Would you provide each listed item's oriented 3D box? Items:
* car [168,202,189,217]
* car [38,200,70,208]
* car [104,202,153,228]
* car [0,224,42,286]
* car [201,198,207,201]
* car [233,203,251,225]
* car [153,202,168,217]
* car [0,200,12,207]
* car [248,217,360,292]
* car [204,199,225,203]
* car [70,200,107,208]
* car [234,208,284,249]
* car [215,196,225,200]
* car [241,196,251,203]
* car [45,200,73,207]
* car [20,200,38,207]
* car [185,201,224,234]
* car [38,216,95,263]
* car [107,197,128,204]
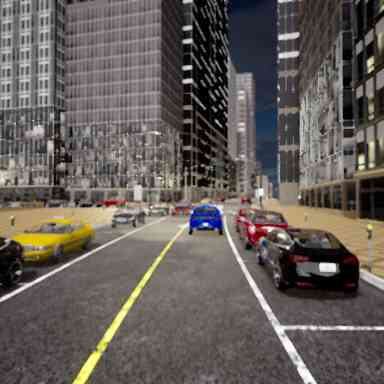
[{"bbox_3d":[-0.831,1.733,33.063,1.994,1.385,4.181,0,0,6],"label":"car"},{"bbox_3d":[-21.126,1.884,52.170,4.403,1.369,2.008,0,-1,15],"label":"car"},{"bbox_3d":[-4.350,1.667,23.382,2.008,1.369,4.403,1,0,4],"label":"car"},{"bbox_3d":[-5.201,1.597,6.951,1.947,1.339,4.313,1,0,1],"label":"car"},{"bbox_3d":[2.930,1.962,70.860,1.752,1.417,4.829,1,0,13],"label":"car"},{"bbox_3d":[3.459,1.641,20.269,1.887,1.381,4.507,1,0,4],"label":"car"},{"bbox_3d":[-3.318,1.728,34.149,2.008,1.369,4.403,1,0,6],"label":"car"},{"bbox_3d":[-31.937,1.957,55.033,4.403,1.369,2.008,0,-1,15],"label":"car"},{"bbox_3d":[2.878,1.609,8.954,1.947,1.339,4.313,1,0,2],"label":"car"},{"bbox_3d":[2.544,1.794,37.863,1.895,1.301,4.718,0,0,5],"label":"car"},{"bbox_3d":[-15.720,1.863,50.739,4.313,1.339,1.947,0,-1,15],"label":"car"},{"bbox_3d":[3.120,1.510,14.637,1.967,1.590,4.097,1,0,3],"label":"car"},{"bbox_3d":[7.346,1.887,86.990,2.192,1.841,5.009,1,0,16],"label":"car"},{"bbox_3d":[11.910,1.745,73.183,2.192,1.841,5.009,1,0,14],"label":"car"},{"bbox_3d":[-24.525,2.104,61.221,4.403,1.369,2.008,0,-1,15],"label":"car"},{"bbox_3d":[-30.098,2.116,62.697,4.829,1.417,1.752,0,-1,15],"label":"car"},{"bbox_3d":[0.880,1.574,20.122,1.882,1.535,5.008,0,0,4],"label":"car"},{"bbox_3d":[-5.018,1.584,12.276,1.752,1.417,4.829,1,0,2],"label":"car"},{"bbox_3d":[-13.709,1.796,58.362,5.009,1.841,2.192,0,-1,15],"label":"car"}]
